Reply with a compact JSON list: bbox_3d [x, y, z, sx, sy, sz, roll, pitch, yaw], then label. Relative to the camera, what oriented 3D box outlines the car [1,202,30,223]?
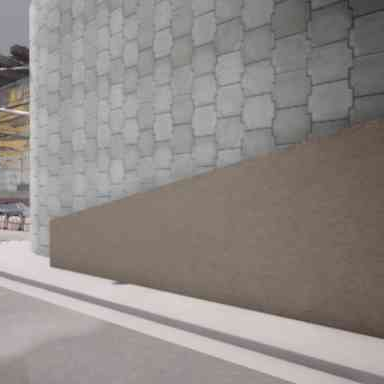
[{"bbox_3d":[-11.218,1.423,24.715,4.536,1.218,1.853,0,0,0],"label":"car"}]

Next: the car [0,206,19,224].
[{"bbox_3d":[-11.269,1.580,24.715,4.974,1.542,2.038,0,0,0],"label":"car"}]

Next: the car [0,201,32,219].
[{"bbox_3d":[-14.969,1.448,27.526,1.853,1.218,4.536,0,0,-10],"label":"car"}]
